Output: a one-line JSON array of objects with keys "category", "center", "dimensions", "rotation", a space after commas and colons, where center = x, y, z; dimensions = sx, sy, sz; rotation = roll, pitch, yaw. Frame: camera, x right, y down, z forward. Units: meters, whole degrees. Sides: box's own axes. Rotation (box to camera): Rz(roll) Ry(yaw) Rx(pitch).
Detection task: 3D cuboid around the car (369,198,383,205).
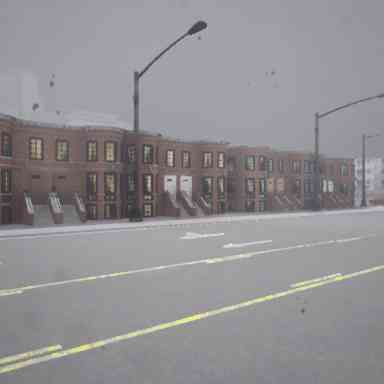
[{"category": "car", "center": [32.141, 1.652, 55.756], "dimensions": [1.895, 1.301, 4.718], "rotation": [0, 0, -12]}]
